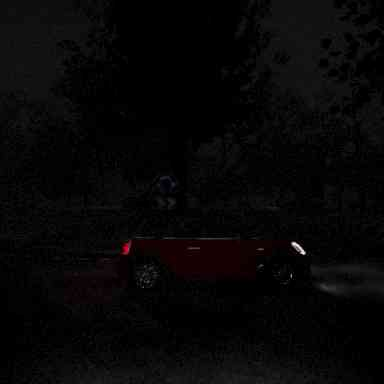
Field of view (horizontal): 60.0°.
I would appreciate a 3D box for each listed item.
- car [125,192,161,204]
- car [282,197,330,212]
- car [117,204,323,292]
[{"bbox_3d":[-5.208,0.970,39.847,5.566,2.045,2.150,0,0,-9],"label":"car"},{"bbox_3d":[11.396,1.263,33.701,1.882,1.535,5.008,0,1,-34],"label":"car"},{"bbox_3d":[0.530,1.298,8.348,4.553,1.767,2.097,0,0,-4],"label":"car"}]
